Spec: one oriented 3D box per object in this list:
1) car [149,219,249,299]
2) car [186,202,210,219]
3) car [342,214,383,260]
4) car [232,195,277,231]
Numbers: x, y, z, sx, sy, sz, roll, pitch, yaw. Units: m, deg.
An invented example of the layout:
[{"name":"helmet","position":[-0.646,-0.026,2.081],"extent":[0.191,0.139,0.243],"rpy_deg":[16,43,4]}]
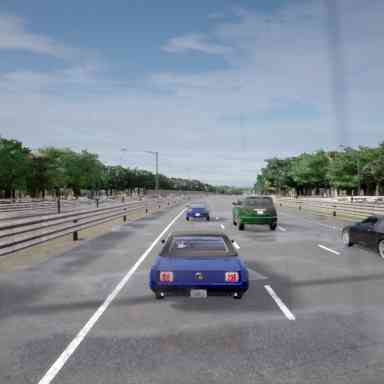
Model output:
[{"name":"car","position":[0.148,1.600,8.398],"extent":[1.895,1.301,4.718],"rpy_deg":[0,0,0]},{"name":"car","position":[0.484,1.526,27.277],"extent":[1.812,1.442,4.674],"rpy_deg":[0,0,1]},{"name":"car","position":[7.196,1.525,12.123],"extent":[1.812,1.442,4.674],"rpy_deg":[0,0,1]},{"name":"car","position":[3.828,1.222,20.954],"extent":[2.150,2.045,5.566],"rpy_deg":[0,0,2]}]
